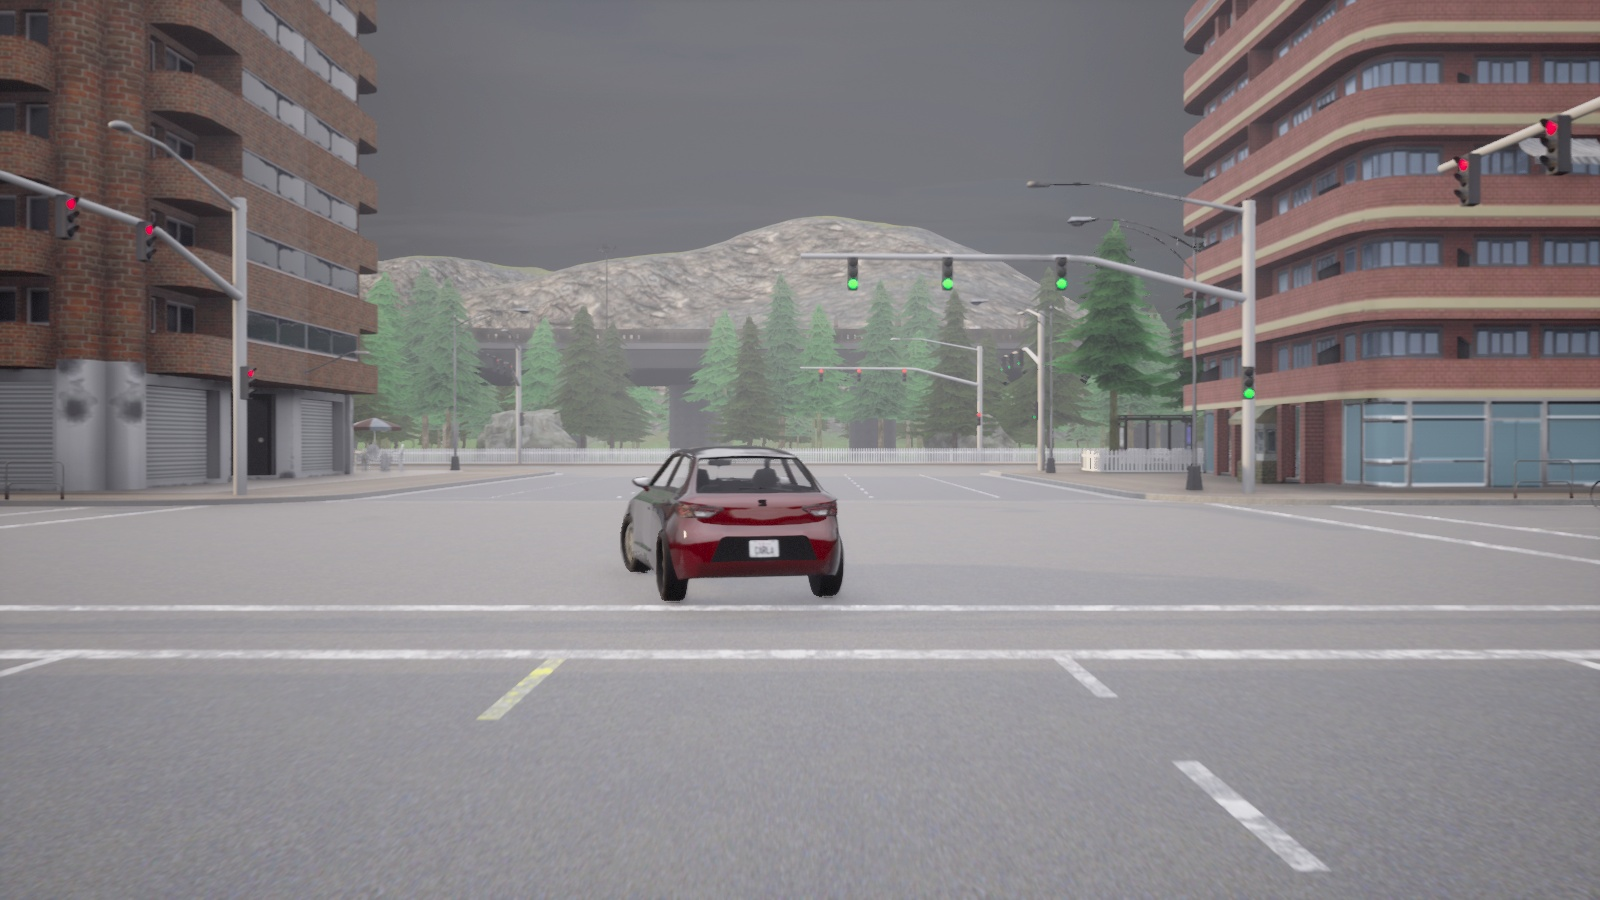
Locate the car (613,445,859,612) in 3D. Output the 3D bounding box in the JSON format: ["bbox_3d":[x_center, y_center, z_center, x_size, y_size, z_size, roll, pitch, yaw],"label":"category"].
[{"bbox_3d":[-0.858,0.688,13.411,1.816,1.474,4.193,0,0,-14],"label":"car"}]

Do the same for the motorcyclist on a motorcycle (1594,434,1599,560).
[{"bbox_3d":[11.680,0.620,16.340,2.350,1.649,0.766,0,1,-10],"label":"motorcyclist on a motorcycle"}]

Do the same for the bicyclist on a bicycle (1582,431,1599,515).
[{"bbox_3d":[17.955,0.489,27.014,1.843,1.776,0.659,0,0,0],"label":"bicyclist on a bicycle"}]
